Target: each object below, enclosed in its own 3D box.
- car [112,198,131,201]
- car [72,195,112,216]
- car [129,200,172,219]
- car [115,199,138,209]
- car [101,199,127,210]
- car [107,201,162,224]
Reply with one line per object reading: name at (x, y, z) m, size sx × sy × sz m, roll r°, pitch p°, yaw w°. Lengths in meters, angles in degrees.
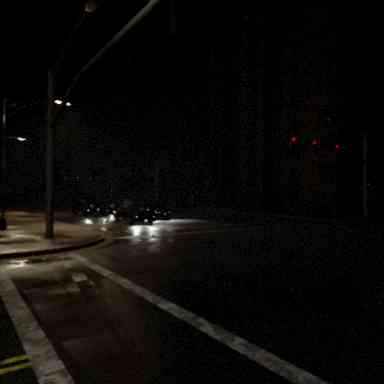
car at (-9.143, 1.537, 38.298) m, size 2.097 × 1.767 × 4.553 m, roll 1°, pitch -1°, yaw -37°
car at (-10.707, 1.362, 34.498) m, size 2.150 × 2.045 × 5.566 m, roll 1°, pitch -1°, yaw -36°
car at (-3.741, 1.691, 30.866) m, size 1.837 × 1.490 × 4.892 m, roll 1°, pitch 0°, yaw -36°
car at (-10.367, 1.800, 52.340) m, size 1.812 × 1.442 × 4.674 m, roll 1°, pitch 0°, yaw -33°
car at (-11.165, 1.755, 47.283) m, size 1.812 × 1.442 × 4.674 m, roll 1°, pitch 0°, yaw -36°
car at (-4.677, 1.690, 26.296) m, size 2.033 × 1.411 × 5.357 m, roll 1°, pitch 0°, yaw -31°
